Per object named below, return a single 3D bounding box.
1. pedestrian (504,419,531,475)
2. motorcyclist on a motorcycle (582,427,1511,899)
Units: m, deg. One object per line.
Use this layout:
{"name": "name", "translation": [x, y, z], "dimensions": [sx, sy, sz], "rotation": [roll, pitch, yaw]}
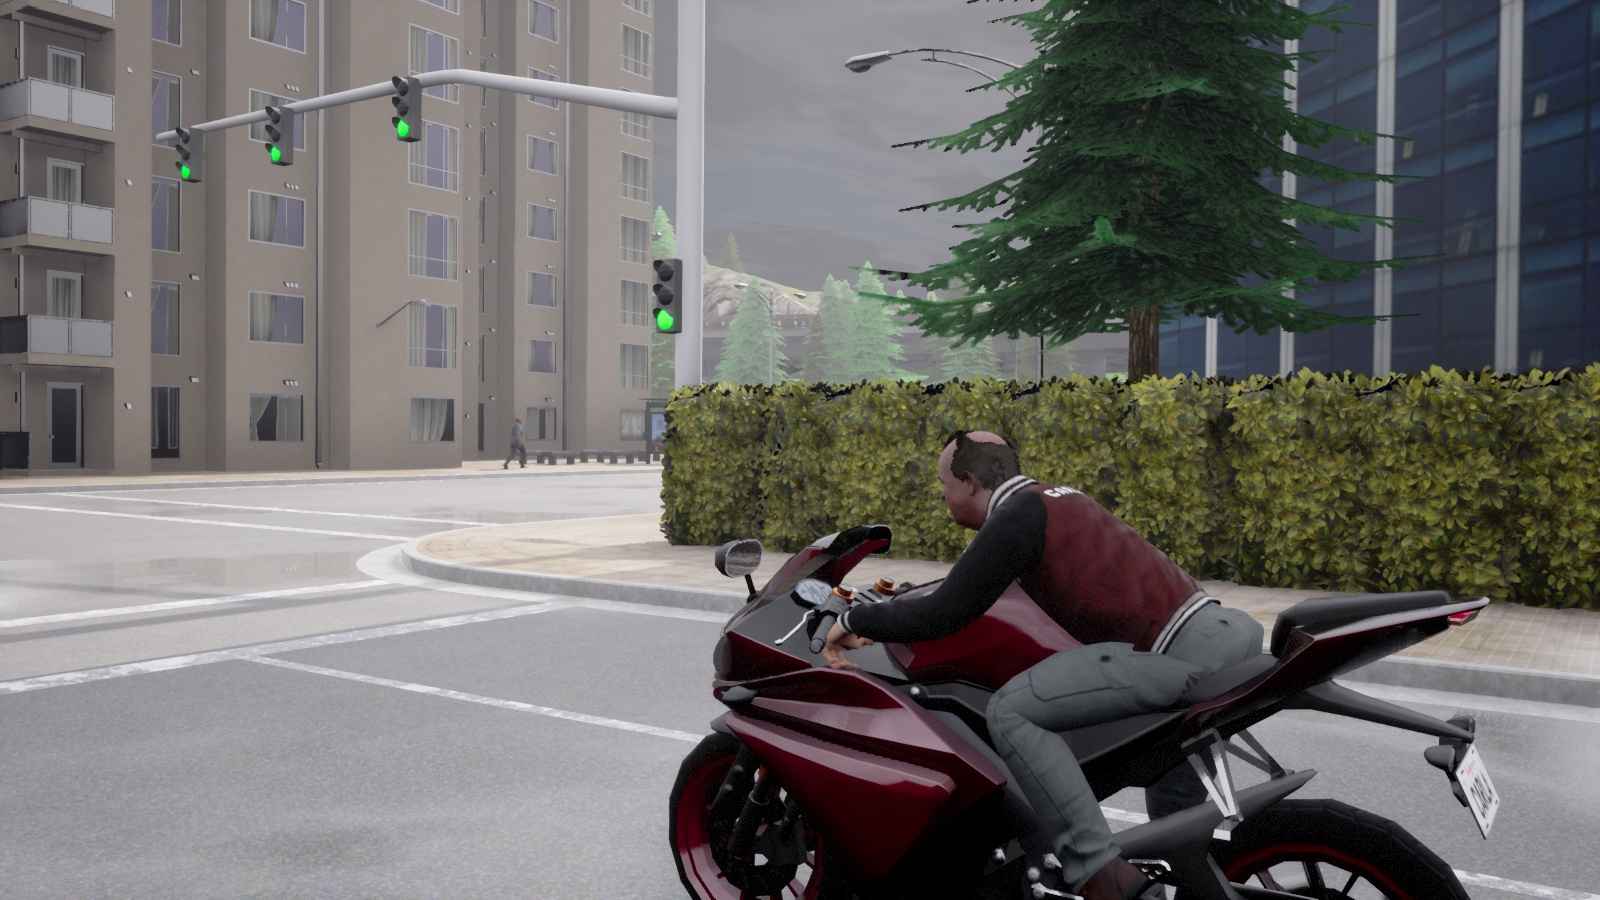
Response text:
{"name": "pedestrian", "translation": [-9.487, -0.100, 42.157], "dimensions": [0.540, 1.848, 0.694], "rotation": [0, 1, 41]}
{"name": "motorcyclist on a motorcycle", "translation": [0.552, 0.717, 3.257], "dimensions": [2.191, 1.530, 0.866], "rotation": [0, 1, 34]}
